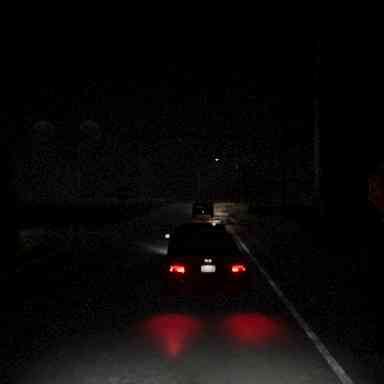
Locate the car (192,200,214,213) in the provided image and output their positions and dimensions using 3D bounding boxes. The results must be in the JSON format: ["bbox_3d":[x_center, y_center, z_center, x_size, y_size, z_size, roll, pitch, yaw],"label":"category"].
[{"bbox_3d":[1.028,1.468,30.787,2.128,1.511,4.902,0,0,2],"label":"car"}]

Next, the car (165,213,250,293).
[{"bbox_3d":[0.235,1.540,8.983,2.033,1.411,5.357,0,0,-2],"label":"car"}]
